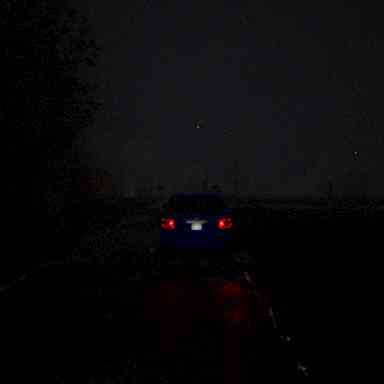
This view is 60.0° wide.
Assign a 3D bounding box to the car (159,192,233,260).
[{"bbox_3d":[0.108,0.999,11.598,2.150,2.045,5.566,0,1,0],"label":"car"}]

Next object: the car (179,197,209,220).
[{"bbox_3d":[0.105,1.116,23.818,1.994,1.385,4.181,0,1,-1],"label":"car"}]
